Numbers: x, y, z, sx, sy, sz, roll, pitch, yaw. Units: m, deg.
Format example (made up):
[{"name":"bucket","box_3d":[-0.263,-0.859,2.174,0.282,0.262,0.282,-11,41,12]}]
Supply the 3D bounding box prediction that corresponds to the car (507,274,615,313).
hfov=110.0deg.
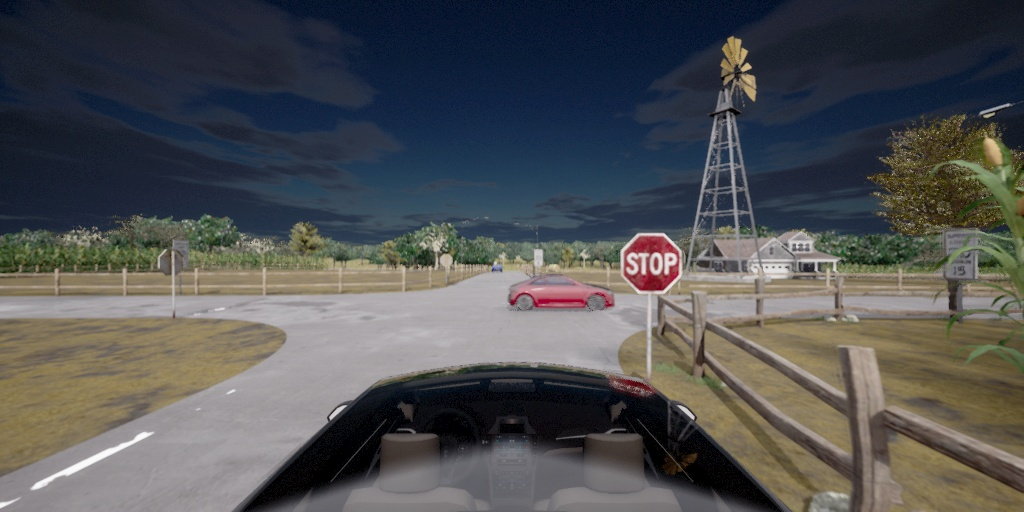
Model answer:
[{"name":"car","box_3d":[1.882,1.414,14.247,4.181,1.385,1.994,0,-1,0]}]
